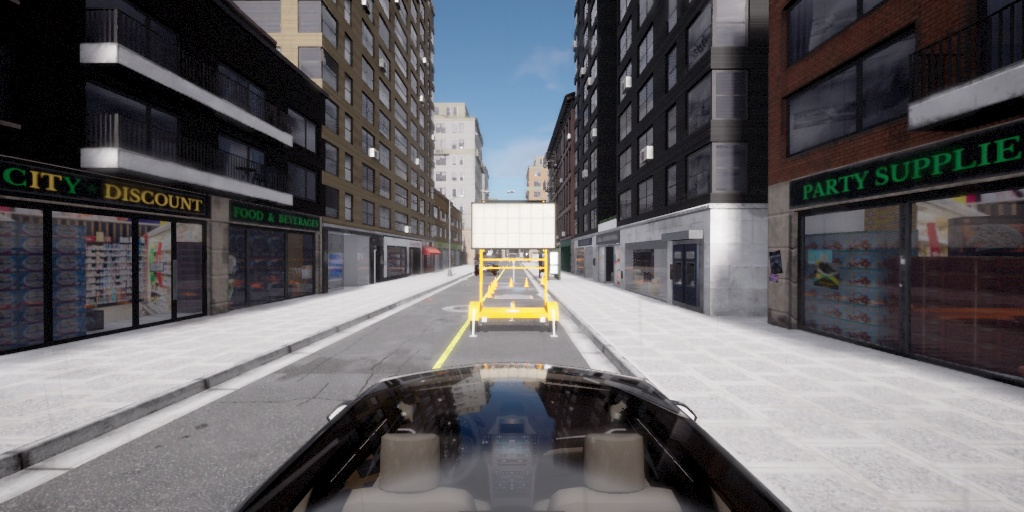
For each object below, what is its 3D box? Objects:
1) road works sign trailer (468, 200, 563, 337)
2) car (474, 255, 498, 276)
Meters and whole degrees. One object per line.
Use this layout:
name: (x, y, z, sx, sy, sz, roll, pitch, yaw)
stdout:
road works sign trailer: (0.047, 0.213, 10.257, 2.380, 3.560, 2.880, 0, 0, 0)
car: (-2.573, 0.956, 36.570, 2.150, 2.045, 5.566, 0, 0, 0)
